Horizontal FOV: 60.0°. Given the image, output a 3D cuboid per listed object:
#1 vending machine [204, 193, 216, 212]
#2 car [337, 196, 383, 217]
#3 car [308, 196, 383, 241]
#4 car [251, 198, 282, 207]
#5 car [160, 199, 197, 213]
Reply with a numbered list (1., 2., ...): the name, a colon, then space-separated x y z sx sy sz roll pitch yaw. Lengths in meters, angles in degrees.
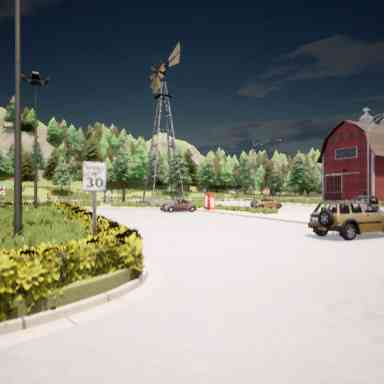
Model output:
1. vending machine: 2.087 1.173 38.222 1.100 2.100 0.880 0 0 -25
2. car: 15.824 1.293 31.247 3.866 1.878 1.905 0 0 -24
3. car: 8.029 1.289 16.457 4.605 1.855 1.932 0 0 -24
4. car: 9.684 1.485 43.263 4.193 1.474 1.816 0 0 -24
5. car: -1.511 1.498 36.813 3.905 1.438 1.784 0 0 -24
